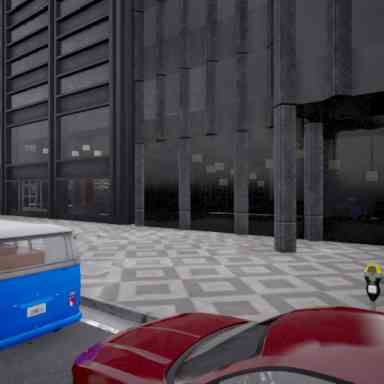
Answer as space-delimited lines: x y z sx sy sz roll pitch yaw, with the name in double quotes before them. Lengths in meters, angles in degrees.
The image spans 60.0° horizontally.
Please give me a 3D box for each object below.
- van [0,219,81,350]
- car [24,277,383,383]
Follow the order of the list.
"van" -3.580 1.340 5.521 3.998 1.788 1.690 0 0 36
"car" 0.985 1.545 2.262 4.507 1.381 1.887 0 0 36
